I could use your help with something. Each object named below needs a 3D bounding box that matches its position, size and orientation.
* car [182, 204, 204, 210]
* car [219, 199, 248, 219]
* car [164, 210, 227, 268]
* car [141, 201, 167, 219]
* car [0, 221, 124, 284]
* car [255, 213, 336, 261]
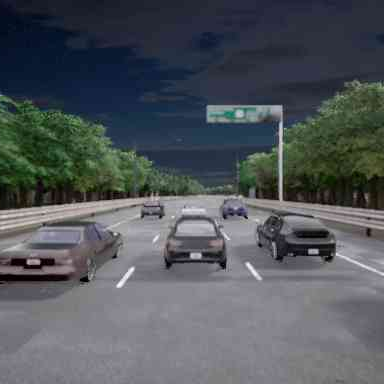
[{"bbox_3d":[0.102,1.650,28.427,1.895,1.301,4.718,0,0,0],"label":"car"},{"bbox_3d":[3.602,1.405,29.674,2.097,1.767,4.553,0,0,0],"label":"car"},{"bbox_3d":[0.113,1.542,11.180,1.812,1.442,4.674,0,0,0],"label":"car"},{"bbox_3d":[-3.398,1.545,29.905,2.128,1.511,4.902,0,0,0],"label":"car"},{"bbox_3d":[-3.401,1.561,9.663,2.033,1.411,5.357,0,0,0],"label":"car"},{"bbox_3d":[3.601,1.523,12.285,1.837,1.490,4.892,0,0,0],"label":"car"}]
